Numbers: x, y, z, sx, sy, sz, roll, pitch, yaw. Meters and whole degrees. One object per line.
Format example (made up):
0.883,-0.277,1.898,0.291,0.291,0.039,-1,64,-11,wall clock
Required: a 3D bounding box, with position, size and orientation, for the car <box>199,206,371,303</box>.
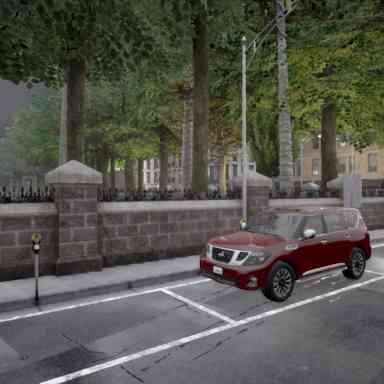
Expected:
2.572,1.314,8.426,5.009,1.841,2.192,0,0,-36,car
